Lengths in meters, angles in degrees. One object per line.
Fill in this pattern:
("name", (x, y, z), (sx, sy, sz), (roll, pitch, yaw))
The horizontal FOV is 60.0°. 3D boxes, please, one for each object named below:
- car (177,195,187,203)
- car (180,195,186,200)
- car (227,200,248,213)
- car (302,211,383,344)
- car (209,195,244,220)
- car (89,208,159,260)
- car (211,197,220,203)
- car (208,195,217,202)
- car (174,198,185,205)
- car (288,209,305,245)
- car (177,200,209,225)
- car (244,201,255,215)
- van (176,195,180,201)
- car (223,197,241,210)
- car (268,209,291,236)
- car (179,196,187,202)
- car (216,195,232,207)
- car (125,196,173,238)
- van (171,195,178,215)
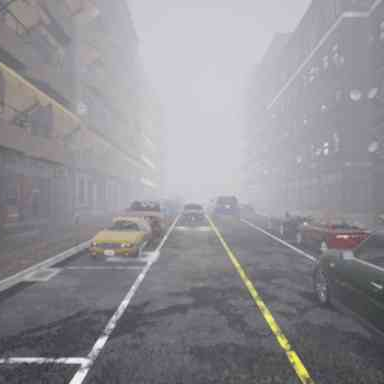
("car", (-2.291, 1.603, 79.136), (2.192, 1.841, 5.009), (2, 0, 0))
("car", (-2.398, 1.440, 45.954), (2.192, 1.841, 5.009), (2, 0, 0))
("car", (5.458, 1.673, 40.336), (1.887, 1.381, 4.507), (1, 0, 0))
("car", (3.584, 1.373, 5.208), (2.097, 1.767, 4.553), (0, 0, 0))
("car", (2.869, 1.303, 29.036), (2.150, 2.045, 5.566), (0, 0, 1))
("car", (-2.511, 1.545, 12.601), (1.752, 1.417, 4.829), (2, 0, 0))
("car", (5.548, 1.895, 79.054), (1.802, 1.307, 4.206), (1, 0, 0))
("car", (5.590, 1.698, 90.118), (2.192, 1.841, 5.009), (1, 0, 0))
("car", (-2.351, 1.764, 62.546), (1.947, 1.339, 4.313), (2, 0, 0))
("car", (5.368, 1.590, 12.682), (1.887, 1.381, 4.507), (2, 0, 0))
("car", (0.072, 1.562, 24.642), (1.837, 1.490, 4.892), (0, 0, 0))
("car", (5.441, 1.652, 34.806), (1.887, 1.381, 4.507), (1, 0, 0))
("van", (-2.434, 1.424, 34.894), (1.690, 1.788, 3.998), (2, 0, 0))
("car", (5.487, 1.590, 45.868), (1.967, 1.590, 4.097), (1, 0, 0))
("car", (5.386, 1.609, 18.214), (2.008, 1.369, 4.403), (2, 0, 0))
("car", (-2.280, 1.867, 84.666), (1.887, 1.381, 4.507), (1, 0, 0))
("car", (5.484, 1.512, 56.930), (2.192, 1.841, 5.009), (1, 0, 0))
("car", (-2.486, 1.348, 18.303), (2.192, 1.841, 5.009), (2, 0, 0))
("van", (-2.451, 1.405, 29.362), (1.690, 1.788, 3.998), (2, 0, 0))
